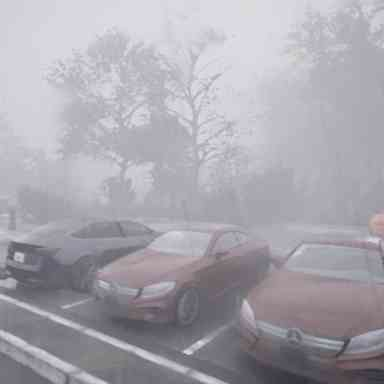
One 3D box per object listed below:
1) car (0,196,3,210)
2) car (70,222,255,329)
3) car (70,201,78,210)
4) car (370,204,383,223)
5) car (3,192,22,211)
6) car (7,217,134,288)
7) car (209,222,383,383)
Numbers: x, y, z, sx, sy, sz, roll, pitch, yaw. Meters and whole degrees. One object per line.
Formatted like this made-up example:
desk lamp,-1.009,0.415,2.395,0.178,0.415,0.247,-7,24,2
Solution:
car,-18.128,1.046,35.988,2.185,1.767,4.553,1,1,36
car,0.126,1.417,7.018,2.002,1.452,4.674,1,0,36
car,-13.534,1.119,32.621,2.185,1.767,4.553,1,1,36
car,9.723,1.281,15.566,2.185,1.767,4.553,1,0,36
car,-15.762,0.958,34.291,2.435,2.045,5.566,1,1,36
car,-2.152,1.376,8.691,2.163,1.488,4.792,1,0,36
car,2.419,1.448,5.367,2.002,1.452,4.674,1,0,36
